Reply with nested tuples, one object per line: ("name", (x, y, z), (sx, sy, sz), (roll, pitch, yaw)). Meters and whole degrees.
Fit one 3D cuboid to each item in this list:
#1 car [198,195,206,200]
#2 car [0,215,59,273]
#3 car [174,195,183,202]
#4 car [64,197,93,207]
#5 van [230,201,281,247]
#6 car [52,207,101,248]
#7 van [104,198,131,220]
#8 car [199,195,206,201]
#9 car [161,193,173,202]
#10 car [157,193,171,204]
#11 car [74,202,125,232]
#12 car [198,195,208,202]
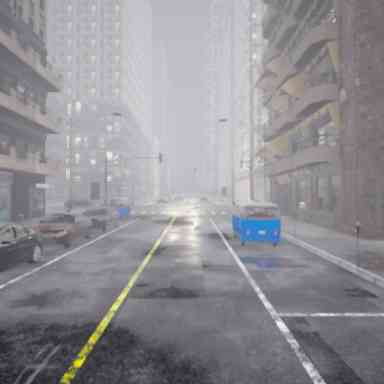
("car", (2.736, 1.498, 91.772), (1.947, 1.339, 4.313), (1, 0, 0))
("car", (-5.640, 1.544, 9.142), (2.008, 1.369, 4.403), (1, 0, 0))
("car", (-2.974, 1.468, 74.850), (1.812, 1.442, 4.674), (0, 0, 0))
("car", (-16.474, 1.462, 48.413), (4.097, 1.590, 1.967), (0, -1, 0))
("van", (2.713, 1.331, 14.732), (1.690, 1.788, 3.998), (1, 0, 0))
("car", (-5.638, 1.572, 14.683), (1.802, 1.307, 4.206), (1, 0, 0))
("van", (-5.800, 1.322, 25.763), (1.690, 1.788, 3.998), (1, 0, 0))
("car", (2.735, 1.461, 86.365), (1.752, 1.417, 4.829), (1, 0, 0))
("car", (-5.645, 1.259, 74.980), (2.192, 1.841, 5.009), (1, 0, 0))
("car", (-5.651, 1.392, 63.830), (1.967, 1.590, 4.097), (1, 0, 0))
("car", (-5.636, 1.551, 20.222), (1.947, 1.339, 4.313), (1, 0, 0))
("car", (2.729, 1.526, 75.039), (1.802, 1.307, 4.206), (1, 0, 0))
